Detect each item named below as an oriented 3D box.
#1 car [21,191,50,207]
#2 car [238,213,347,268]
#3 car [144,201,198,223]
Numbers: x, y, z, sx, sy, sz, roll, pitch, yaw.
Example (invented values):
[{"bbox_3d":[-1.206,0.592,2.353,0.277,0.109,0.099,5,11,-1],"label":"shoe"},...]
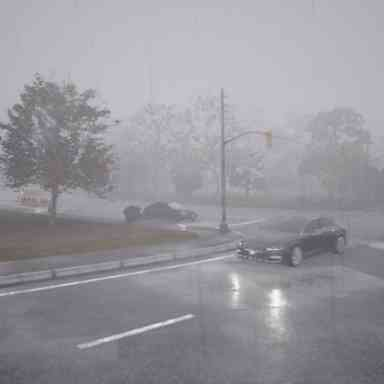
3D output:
[{"bbox_3d":[-17.814,0.706,38.319,4.553,1.767,2.097,3,3,39],"label":"car"},{"bbox_3d":[3.629,1.535,11.529,4.892,1.490,1.837,-1,1,-41],"label":"car"},{"bbox_3d":[-1.669,1.428,25.086,4.674,1.442,1.812,1,1,40],"label":"car"}]
